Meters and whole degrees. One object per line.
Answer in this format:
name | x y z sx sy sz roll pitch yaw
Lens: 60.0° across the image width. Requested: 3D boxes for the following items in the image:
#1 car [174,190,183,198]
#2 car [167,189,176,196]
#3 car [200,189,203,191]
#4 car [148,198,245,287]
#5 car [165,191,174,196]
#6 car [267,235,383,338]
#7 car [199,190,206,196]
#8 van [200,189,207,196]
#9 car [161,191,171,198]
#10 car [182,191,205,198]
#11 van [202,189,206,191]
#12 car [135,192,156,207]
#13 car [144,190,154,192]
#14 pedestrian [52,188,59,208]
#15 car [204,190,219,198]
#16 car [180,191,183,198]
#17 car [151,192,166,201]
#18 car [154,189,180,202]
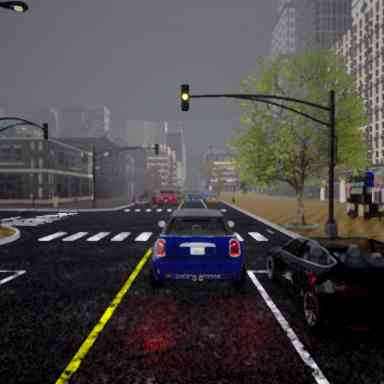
car | -2.850 0.440 72.316 1.837 1.490 4.892 0 1 0
car | -5.501 0.026 88.873 2.192 1.841 5.009 0 1 0
car | 2.820 0.663 61.109 2.008 1.369 4.403 0 1 0
car | 0.119 1.218 9.099 2.097 1.767 4.553 0 1 0
car | -5.514 0.342 83.326 2.008 1.369 4.403 0 1 0
car | 2.706 1.470 6.433 1.947 1.339 4.313 0 1 0
car | 2.879 0.234 89.031 1.752 1.417 4.829 0 1 0
van | 2.868 0.132 83.308 1.690 1.788 3.998 0 1 0
car | -5.537 0.479 72.055 1.752 1.417 4.829 0 1 0
car | 0.185 0.943 41.534 2.033 1.411 5.357 0 1 0
van | 2.798 0.614 50.005 1.690 1.788 3.998 0 1 0
car | -5.606 1.015 38.923 1.802 1.307 4.206 0 1 0
car | -5.594 0.668 44.469 2.192 1.841 5.009 0 1 0
pedestrian | -12.686 0.586 30.935 0.375 1.860 0.375 0 0 -1
car | 2.786 0.876 44.627 1.752 1.417 4.829 0 1 0
car | -2.940 0.692 57.378 1.812 1.442 4.674 0 1 1
car | -5.572 0.743 55.574 2.008 1.369 4.403 0 1 0
car | -3.005 0.627 40.845 2.150 2.045 5.566 0 1 0
